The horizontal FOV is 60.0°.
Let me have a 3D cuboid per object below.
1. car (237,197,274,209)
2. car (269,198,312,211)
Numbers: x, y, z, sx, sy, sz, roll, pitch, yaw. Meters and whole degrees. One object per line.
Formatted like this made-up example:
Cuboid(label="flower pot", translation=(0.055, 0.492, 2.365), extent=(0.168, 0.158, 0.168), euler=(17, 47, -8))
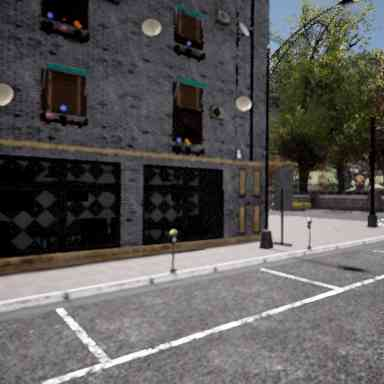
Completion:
Cuboid(label="car", translation=(7.871, 1.349, 41.854), extent=(2.008, 1.369, 4.403), euler=(1, 0, -35))
Cuboid(label="car", translation=(11.029, 1.345, 37.398), extent=(1.752, 1.417, 4.829), euler=(1, 0, -35))
